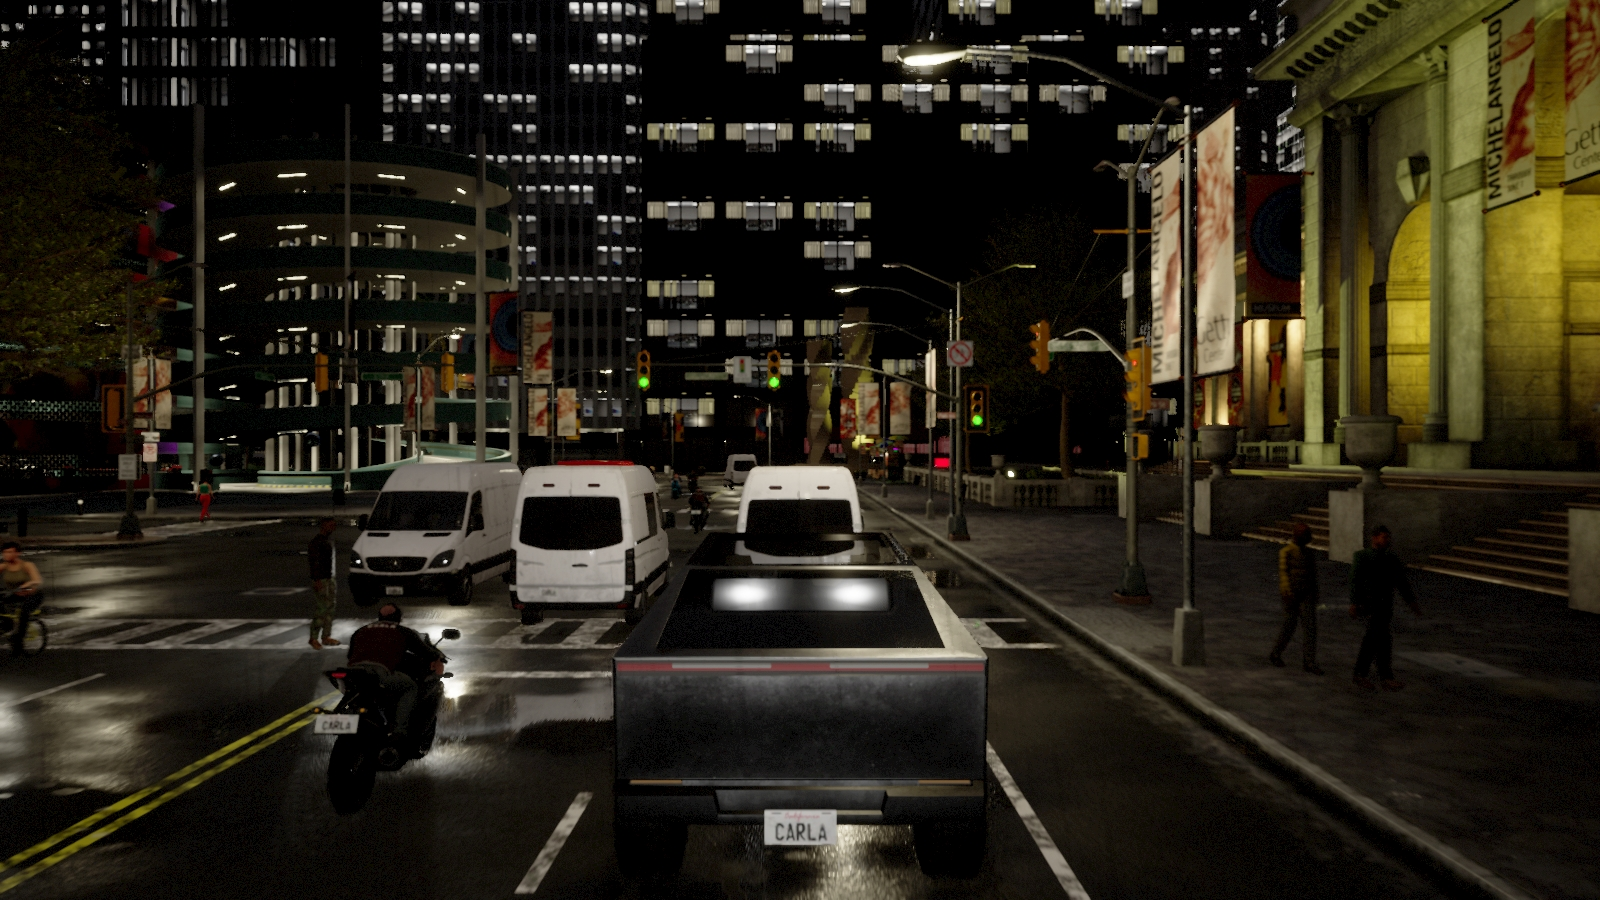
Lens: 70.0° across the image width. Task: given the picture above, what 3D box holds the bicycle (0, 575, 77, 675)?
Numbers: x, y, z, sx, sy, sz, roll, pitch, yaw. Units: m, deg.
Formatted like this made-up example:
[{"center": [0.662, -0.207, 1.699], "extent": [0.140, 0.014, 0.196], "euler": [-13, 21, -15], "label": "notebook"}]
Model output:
[{"center": [-10.395, 2.268, 14.999], "extent": [0.859, 1.080, 1.487], "euler": [0, 0, 1], "label": "bicycle"}]

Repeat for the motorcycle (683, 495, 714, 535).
[{"center": [-3.500, 2.233, 39.521], "extent": [0.867, 1.251, 2.209], "euler": [0, 0, 0], "label": "motorcycle"}]

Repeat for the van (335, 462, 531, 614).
[{"center": [-7.008, 1.551, 22.626], "extent": [1.988, 2.561, 5.915], "euler": [0, 0, 0], "label": "van"}]

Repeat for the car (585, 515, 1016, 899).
[{"center": [0.003, 1.761, 9.484], "extent": [2.390, 2.098, 6.274], "euler": [0, 0, 0], "label": "car"}]

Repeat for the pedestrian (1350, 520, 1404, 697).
[{"center": [6.275, 1.707, 12.427], "extent": [0.375, 1.860, 0.375], "euler": [0, 0, -11], "label": "pedestrian"}]

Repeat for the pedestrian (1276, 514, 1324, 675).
[{"center": [5.965, 1.707, 13.641], "extent": [0.375, 1.860, 0.375], "euler": [0, 0, -15], "label": "pedestrian"}]

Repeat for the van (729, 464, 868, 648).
[{"center": [-0.014, 1.549, 19.292], "extent": [1.988, 2.561, 5.915], "euler": [0, 0, 0], "label": "van"}]

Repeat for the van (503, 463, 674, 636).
[{"center": [-3.537, 1.549, 20.299], "extent": [1.988, 2.561, 5.915], "euler": [0, 0, -1], "label": "van"}]

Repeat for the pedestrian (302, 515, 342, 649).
[{"center": [-6.772, 1.860, 16.206], "extent": [0.375, 1.860, 0.375], "euler": [0, 0, 12], "label": "pedestrian"}]
